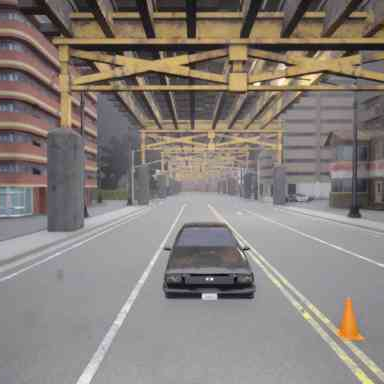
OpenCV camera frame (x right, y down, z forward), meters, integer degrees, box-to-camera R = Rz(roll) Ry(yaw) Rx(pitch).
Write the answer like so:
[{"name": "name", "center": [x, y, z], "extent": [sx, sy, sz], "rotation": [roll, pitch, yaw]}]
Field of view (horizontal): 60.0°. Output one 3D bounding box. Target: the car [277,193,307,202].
[{"name": "car", "center": [17.782, 0.959, 59.084], "extent": [4.974, 1.542, 2.038], "rotation": [0, 1, 25]}]

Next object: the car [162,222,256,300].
[{"name": "car", "center": [0.357, 1.533, 8.804], "extent": [2.033, 1.411, 5.357], "rotation": [0, 0, 1]}]

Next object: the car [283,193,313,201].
[{"name": "car", "center": [17.484, 0.849, 54.943], "extent": [4.536, 1.218, 1.853], "rotation": [0, 1, -20]}]

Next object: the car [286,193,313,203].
[{"name": "car", "center": [17.436, 1.007, 54.927], "extent": [4.974, 1.542, 2.038], "rotation": [0, 1, -20]}]

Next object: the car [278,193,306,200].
[{"name": "car", "center": [17.829, 0.802, 59.060], "extent": [4.536, 1.218, 1.853], "rotation": [0, 1, 25]}]

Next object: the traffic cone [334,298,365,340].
[{"name": "traffic cone", "center": [2.451, 1.949, 5.198], "extent": [0.340, 0.580, 0.340], "rotation": [0, 0, 0]}]
